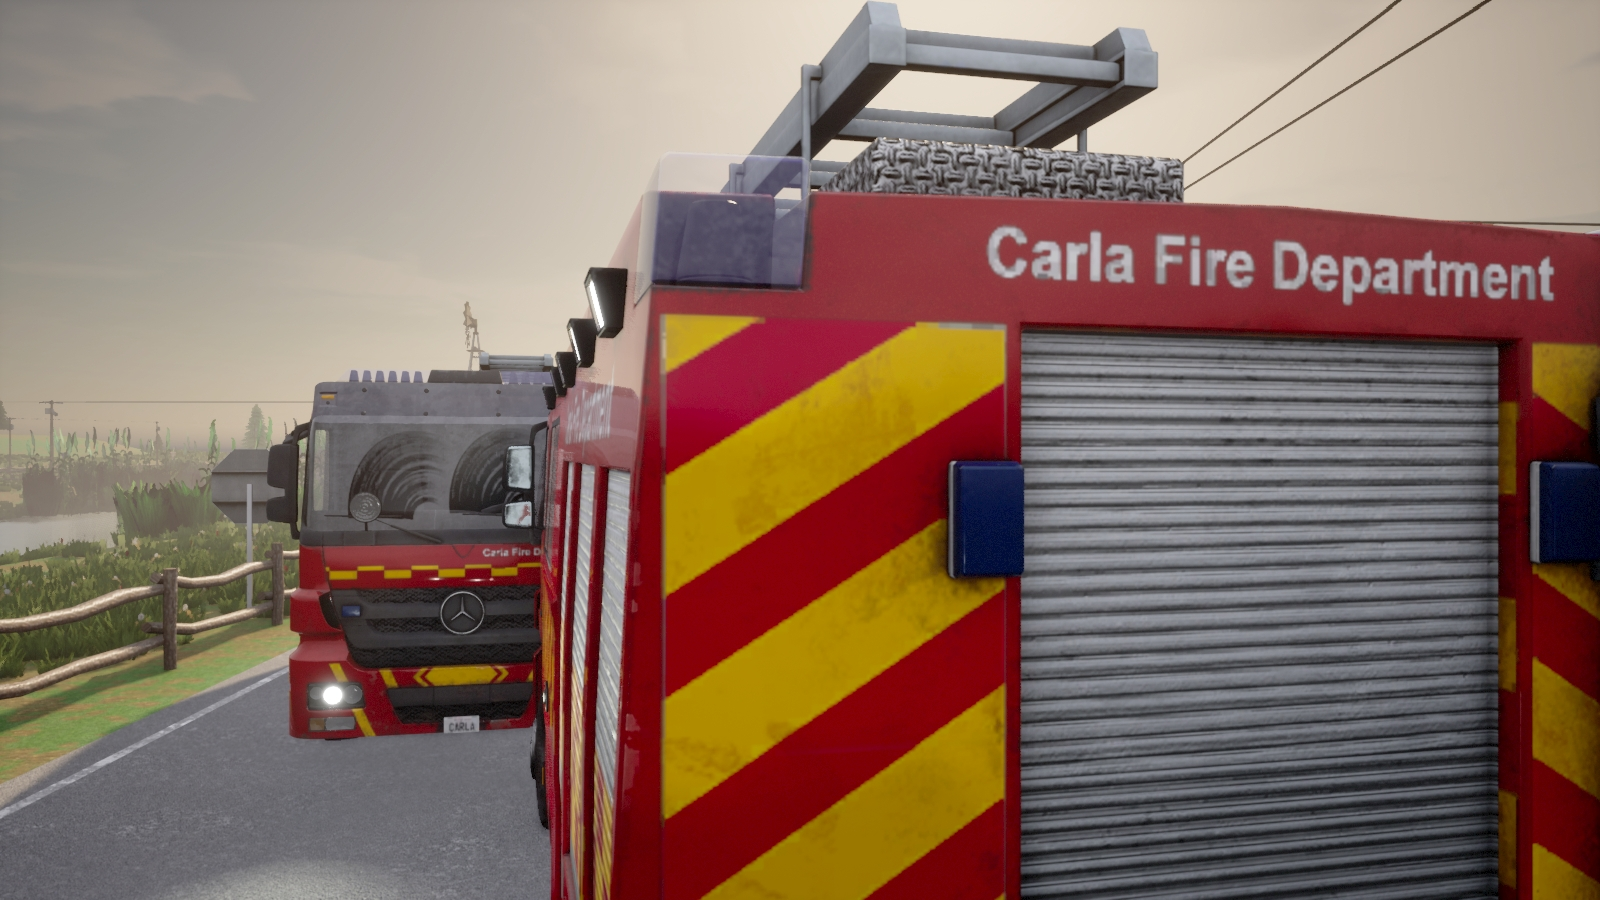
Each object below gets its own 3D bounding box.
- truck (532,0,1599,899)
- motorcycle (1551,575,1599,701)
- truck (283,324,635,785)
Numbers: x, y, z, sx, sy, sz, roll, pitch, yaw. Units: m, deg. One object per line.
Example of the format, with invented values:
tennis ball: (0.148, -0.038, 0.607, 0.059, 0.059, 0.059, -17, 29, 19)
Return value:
truck: (-0.067, 0.867, 6.870, 2.891, 3.827, 8.468, 0, 0, -14)
motorcycle: (9.800, 2.142, 13.159, 1.805, 1.316, 0.856, 0, 0, -7)
truck: (-3.897, 0.862, 13.930, 2.891, 3.827, 8.468, 0, 0, -14)
